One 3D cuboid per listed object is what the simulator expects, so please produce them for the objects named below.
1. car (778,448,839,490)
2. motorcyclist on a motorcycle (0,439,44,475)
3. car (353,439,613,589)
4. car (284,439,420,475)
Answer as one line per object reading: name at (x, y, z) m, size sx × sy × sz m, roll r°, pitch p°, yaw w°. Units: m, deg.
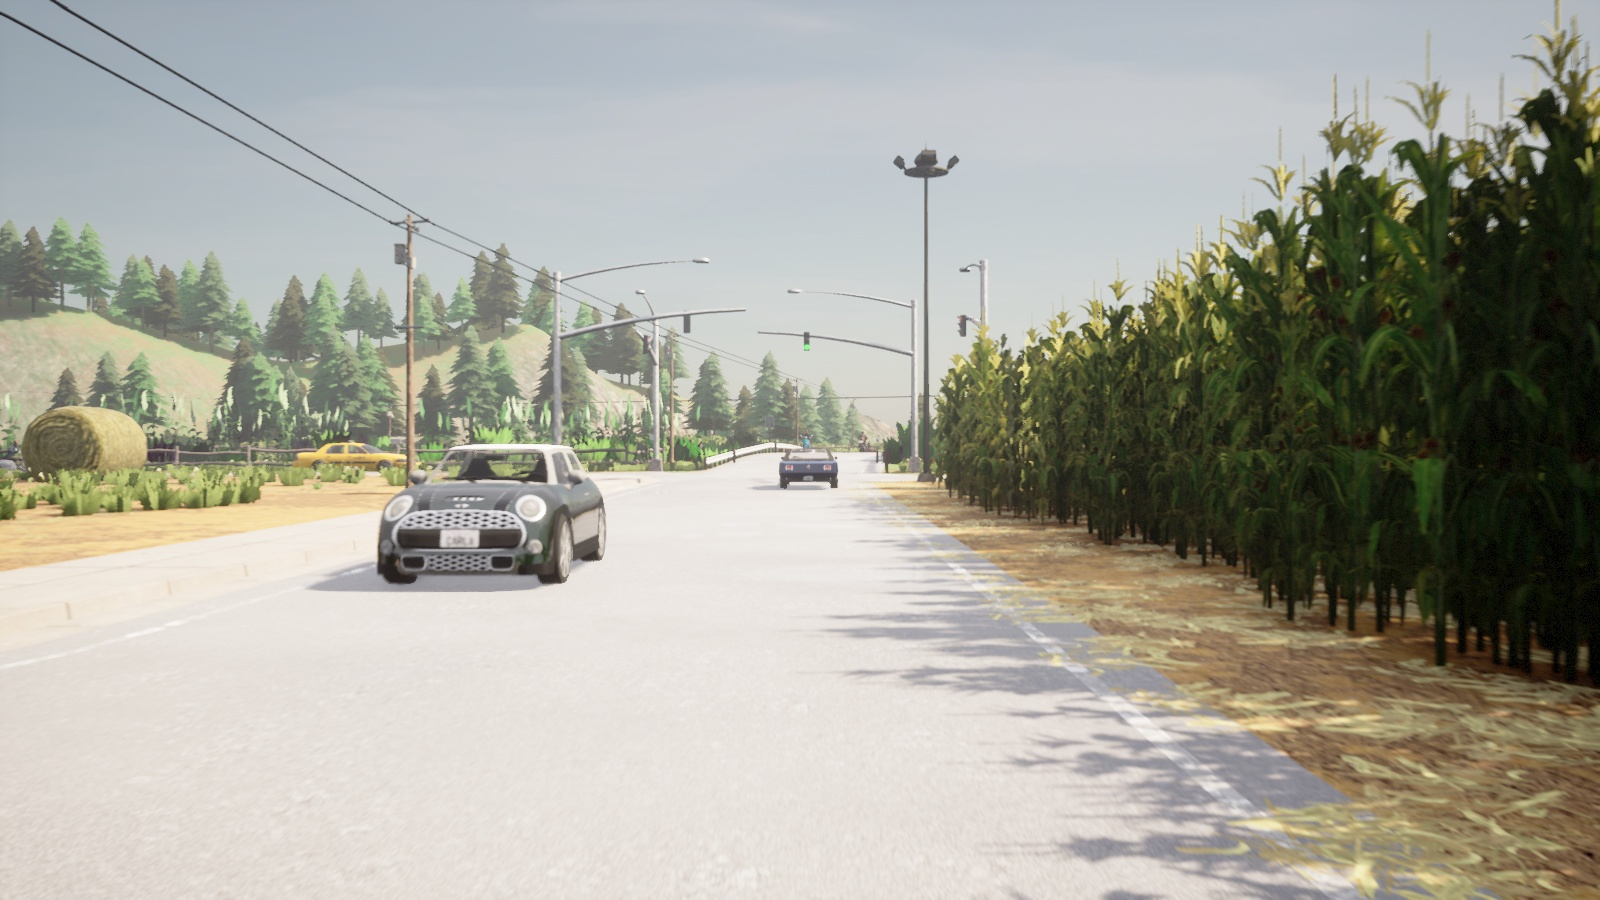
car at (0.311, 0.582, 41.408) m, size 1.895 × 1.301 × 4.718 m, roll 0°, pitch 0°, yaw 1°
motorcyclist on a motorcycle at (-34.939, 0.312, 56.067) m, size 1.817 × 1.590 × 0.866 m, roll 0°, pitch 0°, yaw 3°
car at (-3.401, 0.621, 14.252) m, size 1.970 × 1.475 × 3.806 m, roll 0°, pitch 0°, yaw 0°
car at (-19.651, 0.300, 55.179) m, size 5.366 × 1.575 × 1.801 m, roll 0°, pitch 0°, yaw 3°
